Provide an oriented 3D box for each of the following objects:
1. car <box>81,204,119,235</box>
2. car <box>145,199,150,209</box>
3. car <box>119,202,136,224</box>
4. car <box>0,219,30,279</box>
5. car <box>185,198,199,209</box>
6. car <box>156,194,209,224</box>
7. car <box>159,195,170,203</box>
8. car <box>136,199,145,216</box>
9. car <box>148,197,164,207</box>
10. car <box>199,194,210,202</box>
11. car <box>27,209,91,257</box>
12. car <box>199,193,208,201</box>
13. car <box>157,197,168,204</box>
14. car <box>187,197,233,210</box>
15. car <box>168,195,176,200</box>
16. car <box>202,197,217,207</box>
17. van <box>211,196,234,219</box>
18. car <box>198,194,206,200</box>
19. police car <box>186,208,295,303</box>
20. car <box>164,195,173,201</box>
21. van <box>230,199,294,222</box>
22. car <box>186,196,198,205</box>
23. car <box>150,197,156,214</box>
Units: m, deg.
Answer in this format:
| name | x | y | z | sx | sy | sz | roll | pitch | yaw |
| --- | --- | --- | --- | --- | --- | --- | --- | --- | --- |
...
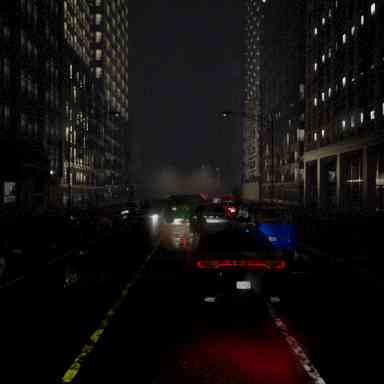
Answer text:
| name | x | y | z | sx | sy | sz | roll | pitch | yaw |
| --- | --- | --- | --- | --- | --- | --- | --- | --- | --- |
| car | -5.683 | 1.540 | 18.642 | 1.887 | 1.381 | 4.507 | -1 | 0 | 0 |
| car | -5.664 | 1.541 | 41.376 | 2.008 | 1.369 | 4.403 | -1 | 0 | 0 |
| car | -5.679 | 1.545 | 24.325 | 2.008 | 1.369 | 4.403 | -1 | 0 | 0 |
| car | -5.693 | 1.549 | 7.274 | 2.008 | 1.369 | 4.403 | -1 | 0 | 0 |
| car | 0.055 | 1.590 | 46.021 | 1.895 | 1.301 | 4.718 | 0 | 0 | 1 |
| car | -0.123 | 1.214 | 24.684 | 2.150 | 2.045 | 5.566 | -1 | 0 | 24 |
| car | -5.641 | 1.422 | 69.794 | 1.967 | 1.590 | 4.097 | -1 | 0 | 0 |
| car | -5.673 | 1.575 | 30.009 | 1.802 | 1.307 | 4.206 | -1 | 0 | 0 |
| car | -5.654 | 1.538 | 52.743 | 2.008 | 1.369 | 4.403 | -1 | 0 | 0 |
| car | 2.743 | 1.296 | 75.471 | 2.192 | 1.841 | 5.009 | -1 | 0 | 0 |
| car | -5.688 | 1.563 | 12.958 | 1.947 | 1.339 | 4.313 | -1 | 0 | 0 |
| car | 2.748 | 1.294 | 81.155 | 2.192 | 1.841 | 5.009 | -1 | 0 | 0 |
| car | -5.645 | 1.566 | 64.111 | 1.802 | 1.307 | 4.206 | -1 | 0 | 0 |
| car | 0.913 | 1.347 | 18.269 | 2.097 | 1.767 | 4.553 | 0 | 0 | 0 |
| car | -5.621 | 1.540 | 92.529 | 1.947 | 1.339 | 4.313 | -1 | 0 | 0 |
| car | 2.726 | 1.538 | 52.736 | 2.008 | 1.369 | 4.403 | -1 | 0 | 0 |
| van | 2.705 | 1.334 | 30.002 | 1.690 | 1.788 | 3.998 | -1 | 0 | 0 |
| car | 2.759 | 1.414 | 92.522 | 1.967 | 1.590 | 4.097 | -1 | 0 | 0 |
| police car | 0.906 | 1.423 | 8.409 | 1.930 | 1.638 | 5.238 | 0 | 0 | 0 |
| car | -5.630 | 1.504 | 80.992 | 1.752 | 1.417 | 4.829 | -1 | 0 | 0 |
| van | 2.691 | 1.338 | 12.951 | 1.690 | 1.788 | 3.998 | -1 | 0 | 0 |
| car | 0.049 | 1.477 | 59.310 | 2.128 | 1.511 | 4.902 | 0 | 0 | 0 |
| car | -2.971 | 1.518 | 34.719 | 1.812 | 1.442 | 4.674 | 0 | 0 | 0 |
